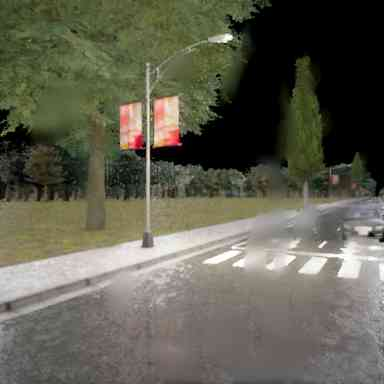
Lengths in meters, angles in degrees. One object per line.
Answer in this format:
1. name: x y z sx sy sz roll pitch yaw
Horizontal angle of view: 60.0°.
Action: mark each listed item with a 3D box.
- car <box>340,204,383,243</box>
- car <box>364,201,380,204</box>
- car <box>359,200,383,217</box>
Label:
1. car: 8.805 1.580 16.974 2.128 1.511 4.902 -1 -1 29
2. car: 13.402 1.606 25.180 1.882 1.535 5.008 -1 -1 29
3. car: 18.387 1.666 34.004 2.128 1.511 4.902 -1 -1 29
